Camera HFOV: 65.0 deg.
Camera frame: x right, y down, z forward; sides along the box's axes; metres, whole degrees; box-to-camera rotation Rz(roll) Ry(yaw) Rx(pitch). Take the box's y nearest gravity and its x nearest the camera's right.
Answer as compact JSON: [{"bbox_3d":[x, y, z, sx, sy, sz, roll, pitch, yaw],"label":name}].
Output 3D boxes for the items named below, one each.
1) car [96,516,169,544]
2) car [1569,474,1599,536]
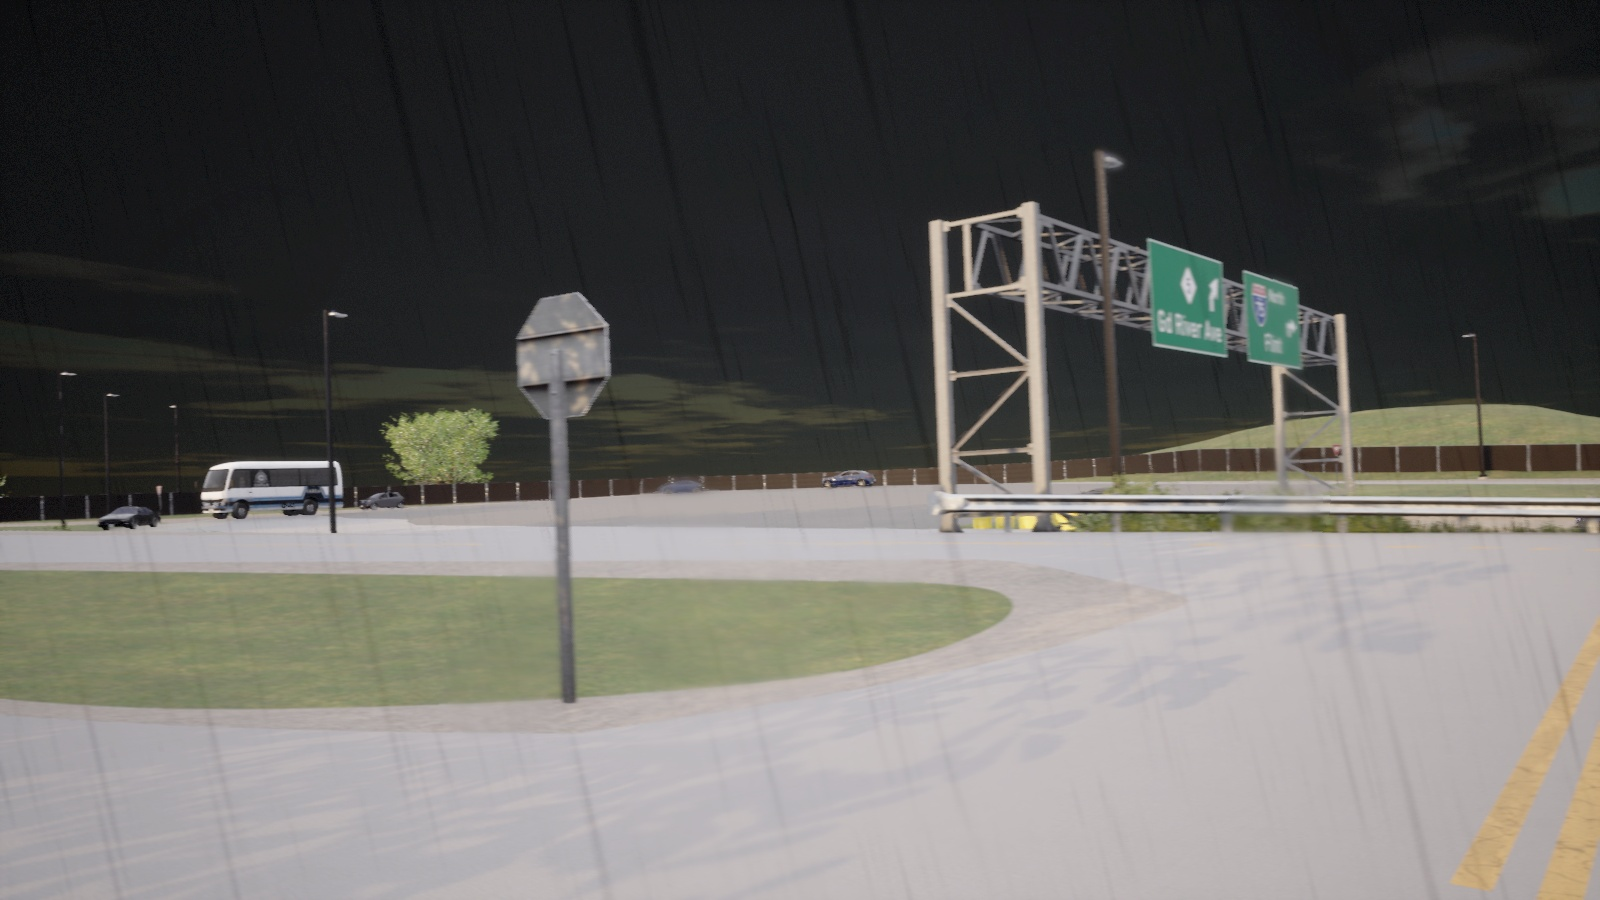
[{"bbox_3d":[-41.670,4.985,78.513,2.033,1.411,5.357,-2,-1,-5],"label":"car"},{"bbox_3d":[21.052,1.245,29.697,4.674,1.442,1.812,-3,-1,38],"label":"car"}]
